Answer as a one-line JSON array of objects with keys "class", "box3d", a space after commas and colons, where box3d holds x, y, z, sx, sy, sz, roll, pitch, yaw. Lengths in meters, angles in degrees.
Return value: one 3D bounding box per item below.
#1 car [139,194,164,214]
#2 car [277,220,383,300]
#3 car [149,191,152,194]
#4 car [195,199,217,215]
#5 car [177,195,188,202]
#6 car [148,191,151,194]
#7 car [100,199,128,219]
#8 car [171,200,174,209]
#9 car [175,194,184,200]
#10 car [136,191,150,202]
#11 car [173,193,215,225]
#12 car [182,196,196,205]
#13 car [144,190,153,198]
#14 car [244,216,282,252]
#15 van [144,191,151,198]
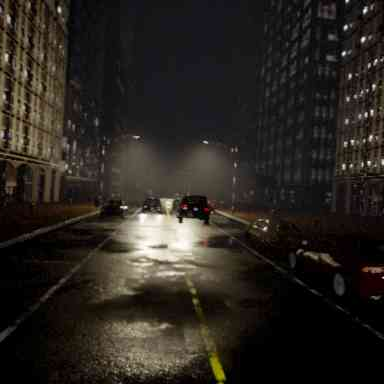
[{"class": "car", "box3d": [-3.797, 1.271, 32.205, 1.837, 1.490, 4.892, 3, 0, -5]}, {"class": "car", "box3d": [4.117, 1.789, 9.018, 1.887, 1.381, 4.507, 3, 0, -5]}, {"class": "car", "box3d": [-10.527, 0.654, 75.625, 2.192, 1.841, 5.009, 3, 0, -5]}, {"class": "car", "box3d": [1.480, 1.624, 37.108, 1.887, 1.381, 4.507, 3, 0, -5]}, {"class": "car", "box3d": [-2.211, 1.388, 76.434, 2.008, 1.369, 4.403, 3, 0, -5]}, {"class": "car", "box3d": [-9.485, 0.992, 64.392, 1.802, 1.307, 4.206, 3, 0, -5]}, {"class": "car", "box3d": [-5.793, 1.198, 25.076, 2.008, 1.369, 4.403, 3, 0, -5]}, {"class": "car", "box3d": [-1.445, 1.395, 40.362, 2.128, 1.511, 4.902, 3, 0, -5]}, {"class": "car", "box3d": [-3.266, 1.317, 87.669, 2.008, 1.369, 4.403, 3, 0, -5]}, {"class": "car", "box3d": [-8.940, 0.971, 58.607, 1.752, 1.417, 4.829, 3, 0, -5]}, {"class": "car", "box3d": [0.010, 1.217, 25.053, 2.150, 2.045, 5.566, 3, 0, -5]}, {"class": "car", "box3d": [-0.629, 1.494, 59.579, 2.008, 1.369, 4.403, 3, 0, -5]}, {"class": "car", "box3d": [-12.107, 0.548, 92.475, 2.192, 1.841, 5.009, 3, 0, -5]}, {"class": "car", "box3d": [3.575, 1.736, 14.805, 1.752, 1.417, 4.829, 3, 0, -5]}, {"class": "van", "box3d": [-11.582, 0.609, 86.858, 1.690, 1.788, 3.998, 3, 0, -5]}]
